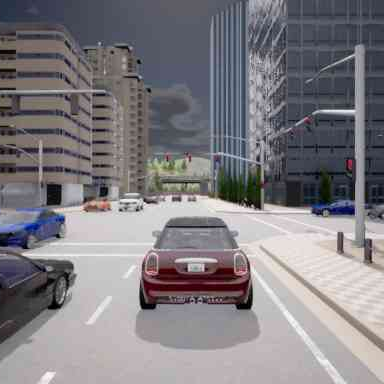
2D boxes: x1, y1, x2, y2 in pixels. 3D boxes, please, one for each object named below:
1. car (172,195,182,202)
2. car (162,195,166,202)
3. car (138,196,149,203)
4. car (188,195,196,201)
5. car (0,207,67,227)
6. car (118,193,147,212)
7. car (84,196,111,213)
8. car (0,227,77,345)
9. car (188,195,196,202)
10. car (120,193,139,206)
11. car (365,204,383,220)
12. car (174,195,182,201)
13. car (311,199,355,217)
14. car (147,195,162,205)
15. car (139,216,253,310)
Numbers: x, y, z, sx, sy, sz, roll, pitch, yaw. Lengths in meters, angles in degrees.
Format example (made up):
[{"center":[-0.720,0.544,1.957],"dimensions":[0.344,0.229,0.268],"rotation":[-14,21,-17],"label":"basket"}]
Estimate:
[{"center":[-3.504,1.470,74.743],"dimensions":[1.882,1.535,5.008],"rotation":[0,0,0],"label":"car"},{"center":[-7.004,1.522,74.970],"dimensions":[2.128,1.511,4.902],"rotation":[0,0,0],"label":"car"},{"center":[-10.503,1.595,72.238],"dimensions":[1.895,1.301,4.718],"rotation":[0,0,0],"label":"car"},{"center":[-0.004,1.493,84.353],"dimensions":[1.812,1.442,4.674],"rotation":[0,0,0],"label":"car"},{"center":[-7.104,1.467,14.394],"dimensions":[1.882,1.535,5.008],"rotation":[0,0,0],"label":"car"},{"center":[-7.103,1.221,39.008],"dimensions":[2.150,2.045,5.566],"rotation":[0,0,0],"label":"car"},{"center":[-10.603,1.349,37.547],"dimensions":[2.097,1.767,4.553],"rotation":[0,0,0],"label":"car"},{"center":[-3.434,1.547,4.790],"dimensions":[2.033,1.411,5.357],"rotation":[0,0,0],"label":"car"},{"center":[-0.004,1.547,75.859],"dimensions":[1.994,1.385,4.181],"rotation":[0,0,0],"label":"car"},{"center":[-10.588,1.223,56.864],"dimensions":[2.150,2.045,5.566],"rotation":[0,0,0],"label":"car"},{"center":[16.279,1.436,26.362],"dimensions":[4.902,1.511,2.128],"rotation":[0,0,0],"label":"car"},{"center":[-3.504,1.509,84.353],"dimensions":[2.033,1.411,5.357],"rotation":[0,0,0],"label":"car"},{"center":[13.292,1.422,29.885],"dimensions":[5.008,1.535,1.882],"rotation":[0,0,1],"label":"car"},{"center":[-7.075,1.547,59.455],"dimensions":[2.033,1.411,5.357],"rotation":[0,0,0],"label":"car"},{"center":[0.082,1.352,7.988],"dimensions":[2.097,1.767,4.553],"rotation":[0,0,0],"label":"car"}]
